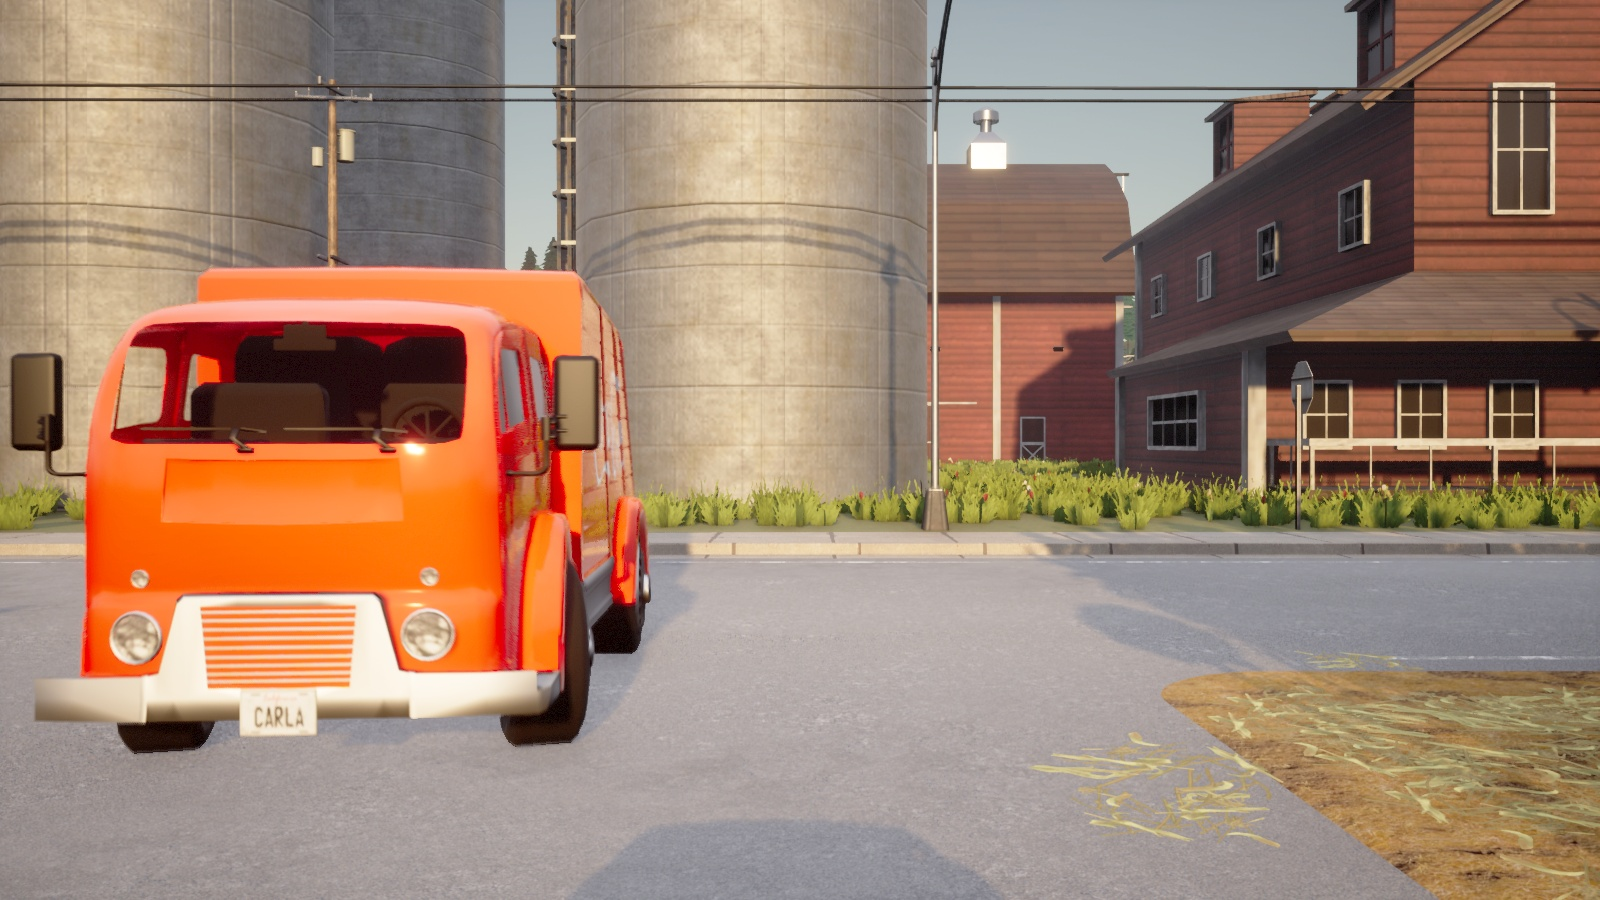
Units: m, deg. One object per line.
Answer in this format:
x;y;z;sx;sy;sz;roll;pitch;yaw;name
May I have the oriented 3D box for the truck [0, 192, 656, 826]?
-2.280;0.213;7.568;2.627;2.467;5.204;0;0;-5;truck
